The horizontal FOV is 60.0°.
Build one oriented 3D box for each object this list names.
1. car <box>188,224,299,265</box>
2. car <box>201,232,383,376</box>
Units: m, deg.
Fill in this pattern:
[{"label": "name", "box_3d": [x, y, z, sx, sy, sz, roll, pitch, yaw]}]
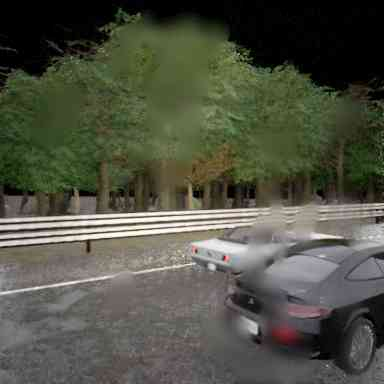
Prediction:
[{"label": "car", "box_3d": [2.333, 1.579, 9.570, 4.718, 1.301, 1.895, 0, 0, -34]}, {"label": "car", "box_3d": [2.608, 1.510, 5.509, 4.674, 1.442, 1.812, 0, 0, -35]}]
